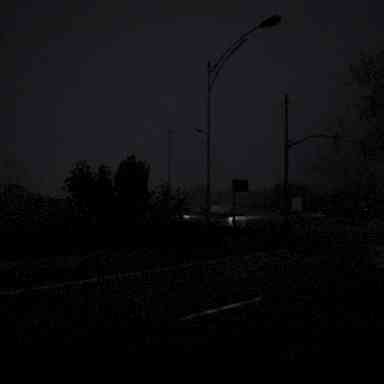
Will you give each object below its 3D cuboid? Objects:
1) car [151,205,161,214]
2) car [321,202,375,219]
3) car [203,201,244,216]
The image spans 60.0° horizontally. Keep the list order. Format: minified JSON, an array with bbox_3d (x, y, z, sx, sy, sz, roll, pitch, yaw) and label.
[{"bbox_3d":[-2.565,1.600,34.546,2.033,1.411,5.357,0,0,-39],"label":"car"},{"bbox_3d":[14.243,1.613,30.581,1.812,1.442,4.674,0,0,-39],"label":"car"},{"bbox_3d":[3.066,1.590,33.137,1.812,1.442,4.674,0,0,-39],"label":"car"}]
